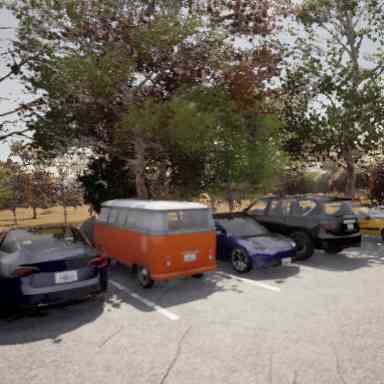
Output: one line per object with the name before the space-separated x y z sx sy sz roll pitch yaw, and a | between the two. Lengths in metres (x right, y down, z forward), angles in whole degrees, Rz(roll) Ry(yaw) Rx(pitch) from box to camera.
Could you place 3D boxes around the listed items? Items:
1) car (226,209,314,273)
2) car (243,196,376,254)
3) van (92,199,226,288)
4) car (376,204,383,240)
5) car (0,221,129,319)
car | 1.136 1.459 10.844 2.163 1.488 4.792 0 0 -36
car | 3.355 1.164 12.500 2.435 2.045 5.566 0 0 -36
van | -1.304 1.221 9.278 1.878 1.987 4.442 0 0 -36
car | 7.987 1.384 15.548 1.946 1.575 5.366 0 0 -36
car | -3.505 1.497 7.596 2.163 1.488 4.792 0 0 -36
